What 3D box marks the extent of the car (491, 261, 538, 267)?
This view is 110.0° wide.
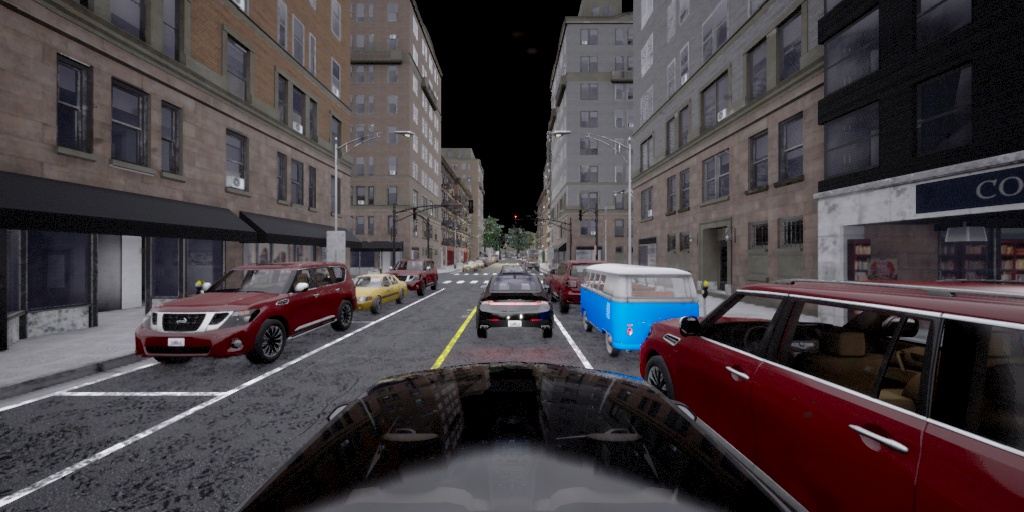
[{"bbox_3d":[0.082,1.240,20.191,2.128,1.511,4.902,0,0,-1],"label":"car"}]

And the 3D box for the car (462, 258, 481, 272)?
[{"bbox_3d":[-5.383,1.272,46.468,1.751,1.417,4.829,0,0,0],"label":"car"}]

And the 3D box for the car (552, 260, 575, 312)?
[{"bbox_3d":[2.646,1.064,13.945,2.192,1.841,5.009,0,0,0],"label":"car"}]

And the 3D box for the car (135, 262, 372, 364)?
[{"bbox_3d":[-5.394,1.064,8.274,2.192,1.841,5.009,0,0,0],"label":"car"}]

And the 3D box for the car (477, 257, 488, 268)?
[{"bbox_3d":[-5.371,1.272,57.432,1.751,1.417,4.829,0,0,0],"label":"car"}]

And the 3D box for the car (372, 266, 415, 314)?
[{"bbox_3d":[-5.391,1.275,13.782,1.751,1.417,4.829,0,0,0],"label":"car"}]

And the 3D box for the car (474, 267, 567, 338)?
[{"bbox_3d":[0.079,1.241,10.140,2.128,1.511,4.902,0,0,0],"label":"car"}]

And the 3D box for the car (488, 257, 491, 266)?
[{"bbox_3d":[-5.365,1.061,63.084,2.192,1.841,5.009,0,0,0],"label":"car"}]

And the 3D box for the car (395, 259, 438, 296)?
[{"bbox_3d":[-5.388,1.063,19.631,2.192,1.841,5.009,0,0,0],"label":"car"}]

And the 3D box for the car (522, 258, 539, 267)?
[{"bbox_3d":[2.670,1.297,46.633,2.007,1.370,4.403,0,0,0],"label":"car"}]

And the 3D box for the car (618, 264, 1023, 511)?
[{"bbox_3d":[2.638,1.065,2.587,2.192,1.841,5.009,0,0,0],"label":"car"}]

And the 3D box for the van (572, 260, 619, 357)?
[{"bbox_3d":[2.642,1.091,8.266,1.690,1.789,3.998,0,0,0],"label":"van"}]
